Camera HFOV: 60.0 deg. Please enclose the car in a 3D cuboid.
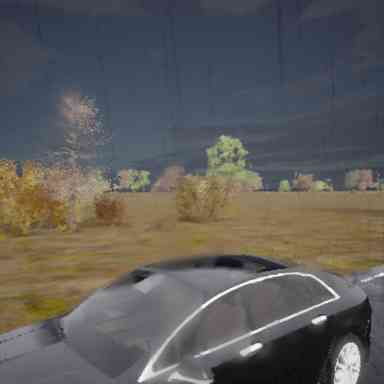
[{"bbox_3d":[0.019,1.505,3.471,4.892,1.490,1.837,0,0,-36],"label":"car"}]
